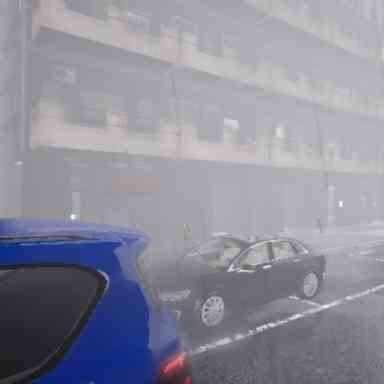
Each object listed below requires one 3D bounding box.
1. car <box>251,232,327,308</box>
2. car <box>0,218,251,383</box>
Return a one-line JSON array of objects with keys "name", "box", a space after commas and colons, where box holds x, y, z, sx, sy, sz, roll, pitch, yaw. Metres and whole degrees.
[{"name": "car", "box": [0.959, 1.542, 6.770, 4.403, 1.369, 2.008, 0, 1, -35]}, {"name": "car", "box": [-2.553, 1.224, 1.249, 5.566, 2.045, 2.150, 0, 0, -36]}]
